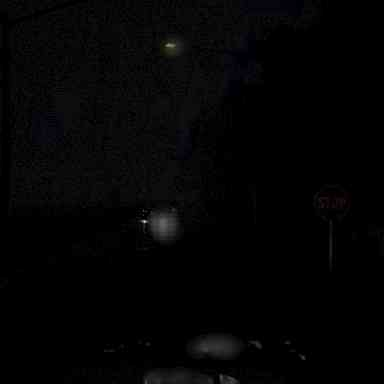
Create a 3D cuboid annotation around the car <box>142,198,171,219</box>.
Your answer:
[{"bbox_3d":[-3.083,1.487,28.507,1.837,1.490,4.892,0,0,0],"label":"car"}]

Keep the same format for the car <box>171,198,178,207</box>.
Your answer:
[{"bbox_3d":[-3.061,1.536,48.530,1.895,1.301,4.718,0,0,0],"label":"car"}]
